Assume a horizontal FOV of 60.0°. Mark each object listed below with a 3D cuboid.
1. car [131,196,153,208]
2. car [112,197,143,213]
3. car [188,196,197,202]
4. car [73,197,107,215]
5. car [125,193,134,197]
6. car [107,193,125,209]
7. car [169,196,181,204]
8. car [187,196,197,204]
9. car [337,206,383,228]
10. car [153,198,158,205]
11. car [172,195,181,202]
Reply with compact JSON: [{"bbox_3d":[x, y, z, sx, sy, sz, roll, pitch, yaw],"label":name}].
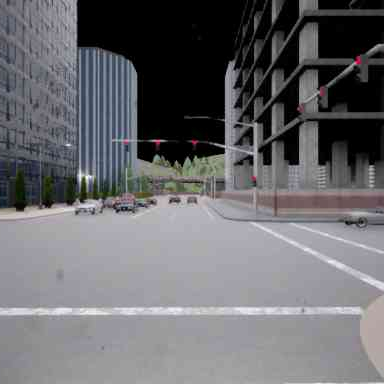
[{"bbox_3d":[-7.061,1.564,46.635,1.994,1.385,4.181,0,0,0],"label":"car"},{"bbox_3d":[-7.069,1.564,36.726,1.994,1.385,4.181,0,0,0],"label":"car"},{"bbox_3d":[0.060,1.578,73.635,1.895,1.301,4.718,0,0,0],"label":"car"},{"bbox_3d":[-10.570,1.526,34.411,1.812,1.442,4.674,0,0,0],"label":"car"},{"bbox_3d":[-10.553,1.221,53.759,2.150,2.045,5.566,0,0,0],"label":"car"},{"bbox_3d":[-10.564,1.352,43.344,2.097,1.767,4.553,0,0,0],"label":"car"},{"bbox_3d":[-3.448,1.505,64.534,1.837,1.490,4.892,0,0,0],"label":"car"},{"bbox_3d":[0.052,1.491,64.530,2.128,1.511,4.902,0,0,0],"label":"car"},{"bbox_3d":[11.897,1.545,21.197,4.718,1.301,1.895,0,0,0],"label":"car"},{"bbox_3d":[-7.037,1.601,56.675,1.895,1.301,4.718,0,0,0],"label":"car"},{"bbox_3d":[-3.440,1.507,73.608,1.812,1.442,4.674,0,0,0],"label":"car"}]
